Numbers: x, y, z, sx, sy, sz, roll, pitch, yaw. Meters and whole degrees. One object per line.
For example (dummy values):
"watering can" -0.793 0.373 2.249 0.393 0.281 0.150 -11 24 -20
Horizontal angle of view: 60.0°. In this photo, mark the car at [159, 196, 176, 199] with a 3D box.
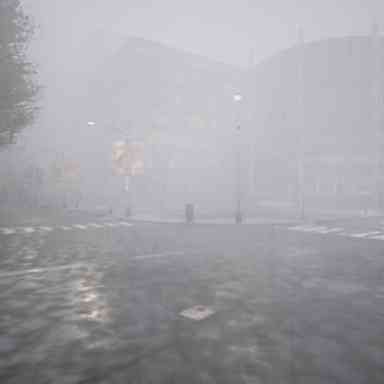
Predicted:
"car" -4.341 1.325 57.313 2.002 1.452 4.674 0 0 -36

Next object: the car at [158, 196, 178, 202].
"car" -5.165 1.469 71.245 1.895 1.301 4.718 0 0 -36

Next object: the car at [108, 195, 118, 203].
"car" -14.817 1.417 64.797 2.161 1.482 4.786 0 0 -36

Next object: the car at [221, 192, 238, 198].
"car" 9.352 1.038 82.741 2.435 2.045 5.566 0 0 -36
